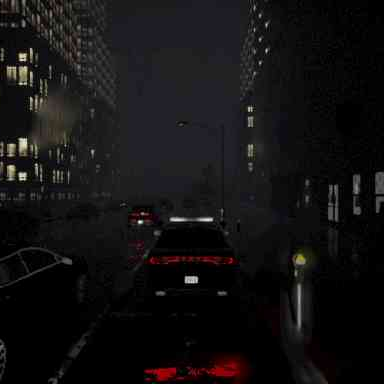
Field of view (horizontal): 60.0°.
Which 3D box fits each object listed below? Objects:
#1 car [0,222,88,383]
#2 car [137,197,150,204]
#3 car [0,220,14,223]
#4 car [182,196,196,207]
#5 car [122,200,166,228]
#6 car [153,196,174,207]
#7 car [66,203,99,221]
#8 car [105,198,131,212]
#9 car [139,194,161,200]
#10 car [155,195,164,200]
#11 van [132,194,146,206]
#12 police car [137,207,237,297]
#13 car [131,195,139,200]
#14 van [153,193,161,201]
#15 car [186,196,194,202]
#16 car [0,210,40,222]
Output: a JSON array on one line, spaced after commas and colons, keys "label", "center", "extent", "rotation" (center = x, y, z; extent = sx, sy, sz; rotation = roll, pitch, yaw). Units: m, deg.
[{"label": "car", "center": [-3.045, 1.492, 4.955], "extent": [2.128, 1.511, 4.902], "rotation": [0, 0, 0]}, {"label": "car", "center": [-8.832, 1.551, 61.338], "extent": [1.802, 1.307, 4.206], "rotation": [0, 0, 0]}, {"label": "car", "center": [-6.245, 1.563, 7.556], "extent": [1.994, 1.385, 4.181], "rotation": [0, 0, 0]}, {"label": "car", "center": [-0.452, 1.548, 44.248], "extent": [1.947, 1.339, 4.313], "rotation": [0, 0, 0]}, {"label": "car", "center": [-3.045, 1.500, 22.021], "extent": [1.837, 1.490, 4.892], "rotation": [0, 0, 0]}, {"label": "car", "center": [-3.146, 1.511, 38.974], "extent": [1.812, 1.442, 4.674], "rotation": [0, 0, 0]}, {"label": "car", "center": [-8.832, 1.575, 27.183], "extent": [1.802, 1.307, 4.206], "rotation": [0, 0, 0]}, {"label": "car", "center": [-8.833, 1.537, 38.569], "extent": [2.008, 1.369, 4.403], "rotation": [0, 0, 0]}, {"label": "car", "center": [-6.146, 1.249, 48.813], "extent": [1.994, 1.385, 4.181], "rotation": [0, 0, 0]}, {"label": "car", "center": [-8.832, 1.504, 89.799], "extent": [1.947, 1.339, 4.313], "rotation": [0, 0, 0]}, {"label": "van", "center": [-8.832, 1.315, 55.646], "extent": [1.690, 1.788, 3.998], "rotation": [0, 0, 0]}, {"label": "police car", "center": [-0.012, 1.424, 8.759], "extent": [1.930, 1.638, 5.238], "rotation": [0, 0, 0]}, {"label": "car", "center": [-8.833, 1.523, 49.953], "extent": [1.887, 1.381, 4.507], "rotation": [0, 0, 0]}, {"label": "van", "center": [-8.831, 1.286, 84.106], "extent": [1.690, 1.788, 3.998], "rotation": [0, 0, 0]}, {"label": "car", "center": [-0.452, 1.533, 78.399], "extent": [1.802, 1.307, 4.206], "rotation": [0, 0, 0]}, {"label": "car", "center": [-8.833, 1.563, 15.800], "extent": [1.947, 1.339, 4.313], "rotation": [0, 0, 0]}]
